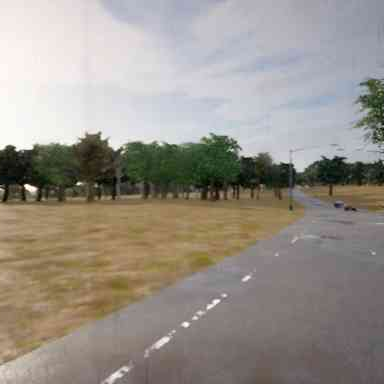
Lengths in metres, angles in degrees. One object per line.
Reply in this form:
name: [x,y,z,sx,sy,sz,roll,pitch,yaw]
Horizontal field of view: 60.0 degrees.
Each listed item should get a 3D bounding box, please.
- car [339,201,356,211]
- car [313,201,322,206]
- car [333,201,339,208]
car: [27.108,2.627,57.560,1.895,1.301,4.718,0,-1,20]
car: [31.963,2.888,84.518,1.895,1.301,4.718,0,0,16]
car: [32.229,2.695,73.242,1.882,1.535,5.008,0,0,17]
